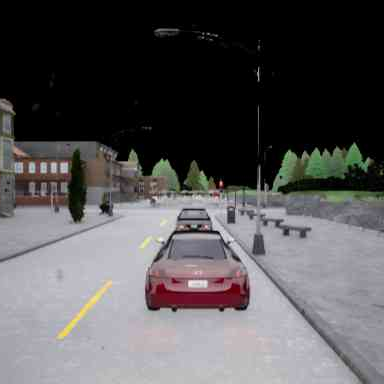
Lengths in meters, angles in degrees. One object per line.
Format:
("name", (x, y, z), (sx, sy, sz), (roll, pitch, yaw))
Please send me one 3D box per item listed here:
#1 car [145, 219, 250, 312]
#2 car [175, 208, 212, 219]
("car", (0.095, 1.561, 7.777), (1.994, 1.385, 4.181), (0, 0, 0))
("car", (0.084, 1.541, 17.013), (2.033, 1.411, 5.357), (0, 0, 0))
